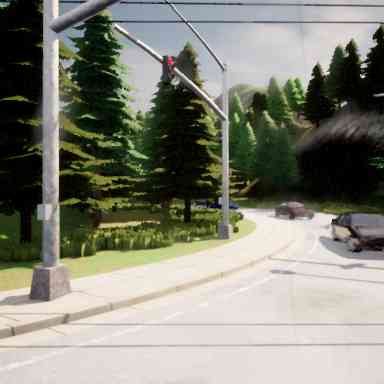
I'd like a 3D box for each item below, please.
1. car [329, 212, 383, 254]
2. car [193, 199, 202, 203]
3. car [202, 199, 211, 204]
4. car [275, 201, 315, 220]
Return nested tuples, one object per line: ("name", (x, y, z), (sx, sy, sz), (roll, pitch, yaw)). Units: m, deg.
("car", (7.039, 1.545, 13.686), (2.033, 1.411, 5.357), (0, 0, 11))
("car", (1.987, 1.498, 50.068), (1.837, 1.490, 4.892), (0, 0, -37))
("car", (3.771, 1.472, 41.195), (1.882, 1.535, 5.008), (0, 0, -32))
("car", (8.563, 1.521, 28.218), (1.812, 1.442, 4.674), (0, 0, -9))
